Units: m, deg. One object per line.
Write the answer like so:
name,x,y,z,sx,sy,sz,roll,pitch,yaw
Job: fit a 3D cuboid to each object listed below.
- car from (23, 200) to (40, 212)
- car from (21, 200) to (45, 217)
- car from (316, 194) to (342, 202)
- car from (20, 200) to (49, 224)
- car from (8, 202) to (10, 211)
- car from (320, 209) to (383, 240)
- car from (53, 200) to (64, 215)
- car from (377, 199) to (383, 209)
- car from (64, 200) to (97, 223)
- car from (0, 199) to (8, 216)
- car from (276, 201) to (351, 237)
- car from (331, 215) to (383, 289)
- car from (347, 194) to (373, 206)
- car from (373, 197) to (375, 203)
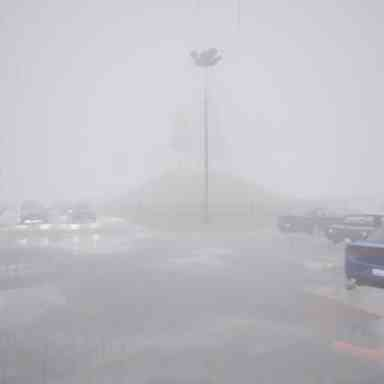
car,-21.171,1.777,43.812,1.994,1.385,4.181,0,0,-26
car,-16.768,1.661,34.915,2.128,1.511,4.902,0,0,-27
car,25.692,1.340,62.506,2.150,2.045,5.566,0,0,-15
car,-12.569,1.655,26.548,1.812,1.442,4.674,0,0,-27
car,-24.733,1.700,43.061,1.882,1.535,5.008,0,0,-26
car,7.839,1.624,14.696,4.718,1.301,1.895,0,0,-42
car,-13.581,1.656,36.388,2.128,1.511,4.902,0,0,-26
car,23.480,1.541,39.442,2.128,1.511,4.902,0,0,23
car,-9.109,1.625,27.439,1.837,1.490,4.892,0,0,-27
car,-20.189,1.683,33.911,1.837,1.490,4.892,0,0,-27
car,6.667,1.516,18.377,5.008,1.535,1.882,0,0,-42
car,5.738,1.487,8.358,5.008,1.535,1.882,0,0,-39
car,29.778,1.313,58.880,2.150,2.045,5.566,0,0,-8
car,33.522,1.617,55.912,2.033,1.411,5.357,0,0,-5
